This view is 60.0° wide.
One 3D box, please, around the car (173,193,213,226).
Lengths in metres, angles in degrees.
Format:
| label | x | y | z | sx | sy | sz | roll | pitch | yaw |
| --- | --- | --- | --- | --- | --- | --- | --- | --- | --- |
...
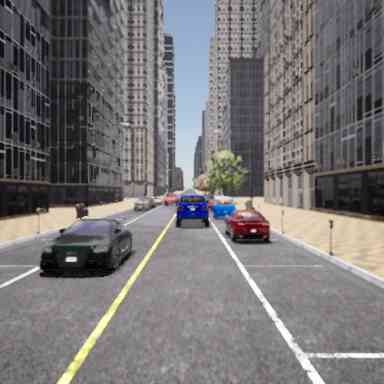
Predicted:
| label | x | y | z | sx | sy | sz | roll | pitch | yaw |
| --- | --- | --- | --- | --- | --- | --- | --- | --- | --- |
| car | 0.035 | 1.195 | 23.399 | 2.150 | 2.045 | 5.566 | 0 | -1 | 0 |

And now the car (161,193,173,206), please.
| label | x | y | z | sx | sy | sz | roll | pitch | yaw |
| --- | --- | --- | --- | --- | --- | --- | --- | --- | --- |
| car | -3.222 | 1.145 | 52.187 | 2.150 | 2.045 | 5.566 | 0 | 0 | 0 |

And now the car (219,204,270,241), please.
| label | x | y | z | sx | sy | sz | roll | pitch | yaw |
| --- | --- | --- | --- | --- | --- | --- | --- | --- | --- |
| car | 2.645 | 1.532 | 16.523 | 1.887 | 1.381 | 4.507 | 0 | 0 | 0 |

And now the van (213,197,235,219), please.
| label | x | y | z | sx | sy | sz | roll | pitch | yaw |
| --- | --- | --- | --- | --- | --- | --- | --- | --- | --- |
| van | 2.614 | 1.312 | 27.916 | 1.690 | 1.788 | 3.998 | 0 | 0 | 0 |

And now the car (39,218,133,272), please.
| label | x | y | z | sx | sy | sz | roll | pitch | yaw |
| --- | --- | --- | --- | --- | --- | --- | --- | --- | --- |
| car | -3.130 | 1.557 | 10.625 | 1.994 | 1.385 | 4.181 | 0 | 0 | 0 |

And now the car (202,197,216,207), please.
| label | x | y | z | sx | sy | sz | roll | pitch | yaw |
| --- | --- | --- | --- | --- | --- | --- | --- | --- | --- |
| car | 2.549 | 1.494 | 50.707 | 1.947 | 1.339 | 4.313 | 0 | 0 | 0 |

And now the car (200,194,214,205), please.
| label | x | y | z | sx | sy | sz | roll | pitch | yaw |
| --- | --- | --- | --- | --- | --- | --- | --- | --- | --- |
| car | 2.534 | 1.229 | 56.403 | 2.192 | 1.841 | 5.009 | 0 | 0 | 0 |

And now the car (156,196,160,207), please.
| label | x | y | z | sx | sy | sz | roll | pitch | yaw |
| --- | --- | --- | --- | --- | --- | --- | --- | --- | --- |
| car | -5.815 | 1.506 | 44.986 | 1.947 | 1.339 | 4.313 | 0 | 0 | 0 |

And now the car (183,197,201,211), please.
| label | x | y | z | sx | sy | sz | roll | pitch | yaw |
| --- | --- | --- | --- | --- | --- | --- | --- | --- | --- |
| car | -0.017 | 1.438 | 41.592 | 2.128 | 1.511 | 4.902 | 0 | 0 | 0 |

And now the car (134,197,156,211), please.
| label | x | y | z | sx | sy | sz | roll | pitch | yaw |
| --- | --- | --- | --- | --- | --- | --- | --- | --- | --- |
| car | -5.799 | 1.501 | 39.290 | 2.008 | 1.369 | 4.403 | 0 | 0 | 0 |

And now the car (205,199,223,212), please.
| label | x | y | z | sx | sy | sz | roll | pitch | yaw |
| --- | --- | --- | --- | --- | --- | --- | --- | --- | --- |
| car | 2.581 | 1.533 | 39.313 | 1.802 | 1.307 | 4.206 | 0 | 0 | 0 |
